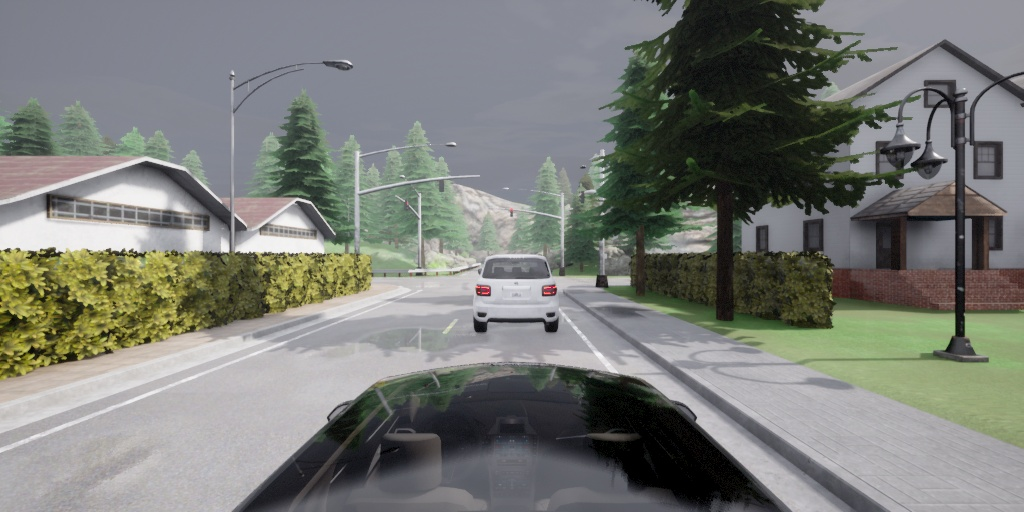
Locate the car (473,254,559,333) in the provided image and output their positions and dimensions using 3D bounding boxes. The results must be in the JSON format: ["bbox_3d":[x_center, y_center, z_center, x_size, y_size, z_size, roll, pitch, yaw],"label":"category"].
[{"bbox_3d":[0.105,0.971,10.923,2.150,2.045,5.566,0,0,0],"label":"car"}]
